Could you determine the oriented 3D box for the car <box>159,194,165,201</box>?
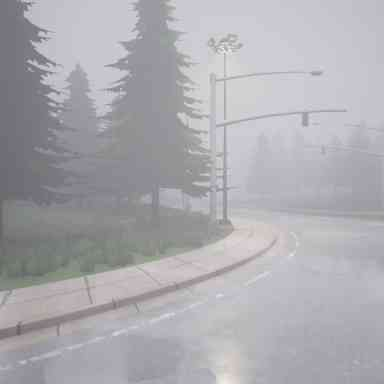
[{"bbox_3d":[-7.033,1.186,75.158,2.150,2.045,5.566,0,0,-21],"label":"car"}]

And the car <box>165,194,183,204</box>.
[{"bbox_3d":[-3.165,1.547,65.415,2.033,1.411,5.357,0,0,-21],"label":"car"}]
